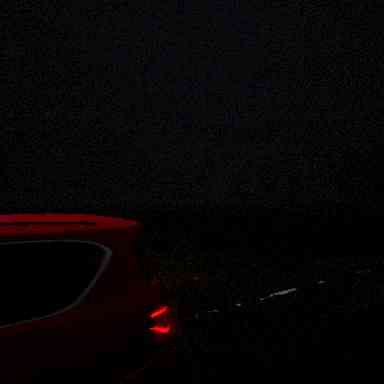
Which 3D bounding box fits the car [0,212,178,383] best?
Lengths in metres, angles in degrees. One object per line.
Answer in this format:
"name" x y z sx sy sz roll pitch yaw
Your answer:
"car" -2.723 1.217 2.049 5.566 2.045 2.150 0 0 -36
